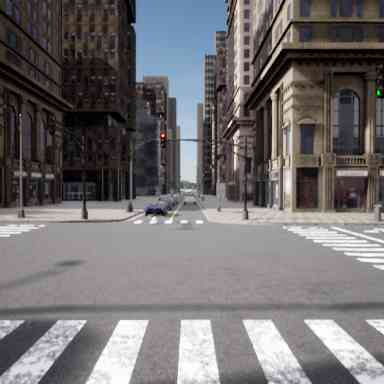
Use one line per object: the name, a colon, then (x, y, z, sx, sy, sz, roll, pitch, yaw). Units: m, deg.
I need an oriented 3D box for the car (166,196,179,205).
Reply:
car: (-3.523, 1.532, 60.926, 2.033, 1.411, 5.357, 0, 0, 0)

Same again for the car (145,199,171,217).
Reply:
car: (-3.354, 1.591, 31.589, 1.895, 1.301, 4.718, 0, 0, -1)

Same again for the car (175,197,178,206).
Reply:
car: (-3.485, 1.512, 50.248, 1.812, 1.442, 4.674, 0, 0, -1)

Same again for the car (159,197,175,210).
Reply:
car: (-3.429, 1.493, 40.918, 1.837, 1.490, 4.892, 0, 0, 0)

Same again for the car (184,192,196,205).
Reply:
car: (-0.368, 1.207, 60.772, 2.150, 2.045, 5.566, 0, 0, 0)
